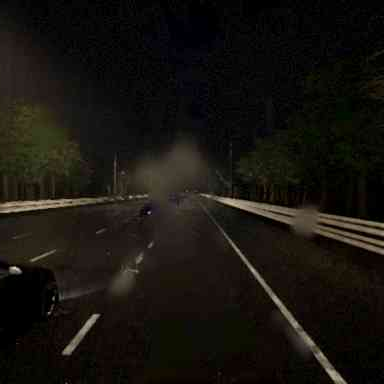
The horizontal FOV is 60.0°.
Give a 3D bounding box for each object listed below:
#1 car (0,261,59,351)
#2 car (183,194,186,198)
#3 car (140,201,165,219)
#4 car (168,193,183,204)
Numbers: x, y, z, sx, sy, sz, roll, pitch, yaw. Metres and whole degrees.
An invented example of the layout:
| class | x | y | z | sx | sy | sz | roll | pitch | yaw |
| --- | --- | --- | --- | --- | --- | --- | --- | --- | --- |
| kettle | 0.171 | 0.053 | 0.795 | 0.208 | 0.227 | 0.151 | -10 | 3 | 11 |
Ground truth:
| class | x | y | z | sx | sy | sz | roll | pitch | yaw |
| --- | --- | --- | --- | --- | --- | --- | --- | --- | --- |
| car | -3.497 | 1.566 | 4.598 | 1.994 | 1.385 | 4.181 | 0 | 0 | 0 |
| car | -3.457 | 1.547 | 91.426 | 1.882 | 1.535 | 5.008 | 0 | 0 | 0 |
| car | -3.487 | 1.550 | 29.732 | 1.812 | 1.442 | 4.674 | 0 | 0 | 0 |
| car | -3.471 | 1.293 | 65.777 | 2.150 | 2.045 | 5.566 | 0 | 0 | 0 |
